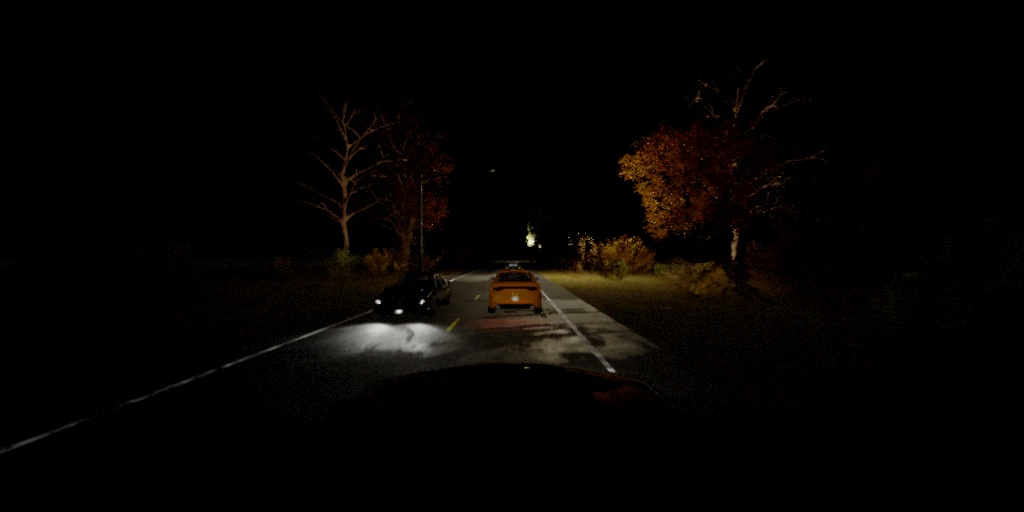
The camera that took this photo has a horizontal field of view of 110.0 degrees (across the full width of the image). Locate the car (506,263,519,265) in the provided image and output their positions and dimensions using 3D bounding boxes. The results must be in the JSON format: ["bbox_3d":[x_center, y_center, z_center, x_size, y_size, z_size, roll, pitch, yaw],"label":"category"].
[{"bbox_3d":[0.128,1.475,41.638,1.994,1.385,4.181,0,0,0],"label":"car"}]

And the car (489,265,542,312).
[{"bbox_3d":[0.111,1.286,14.506,1.882,1.535,5.008,0,0,0],"label":"car"}]

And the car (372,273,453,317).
[{"bbox_3d":[-3.491,1.352,13.739,2.033,1.411,5.357,0,0,0],"label":"car"}]
